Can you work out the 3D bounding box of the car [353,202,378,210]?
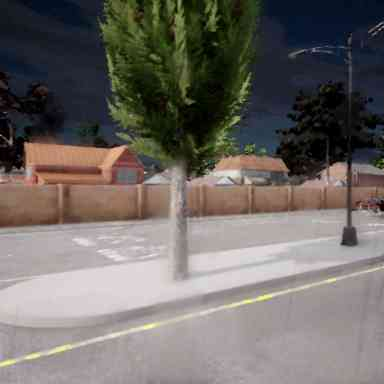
[{"bbox_3d":[15.232,1.052,27.999,4.181,1.385,1.994,0,0,-34],"label":"car"}]
